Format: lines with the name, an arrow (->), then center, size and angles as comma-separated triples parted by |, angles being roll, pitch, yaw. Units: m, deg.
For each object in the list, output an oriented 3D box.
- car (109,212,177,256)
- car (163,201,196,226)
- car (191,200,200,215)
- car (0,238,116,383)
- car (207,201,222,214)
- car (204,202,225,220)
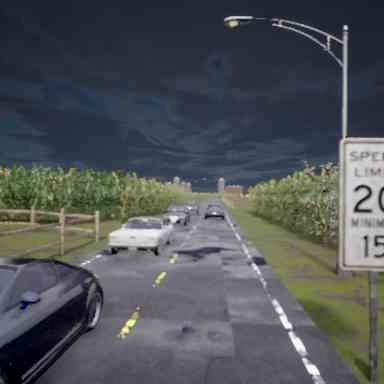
car -> -1.971, 1.733, 14.011 | 1.895, 1.301, 4.718 | 1, -1, 4
car -> -1.123, 1.770, 25.970 | 2.128, 1.511, 4.902 | 1, -1, 4
car -> -0.047, 1.779, 40.066 | 2.128, 1.511, 4.902 | 1, -1, 4
car -> -2.651, 1.572, 4.211 | 1.994, 1.385, 4.181 | 1, -1, 5
car -> 2.968, 2.039, 43.712 | 1.837, 1.490, 4.892 | 1, 0, 4
car -> 2.279, 1.976, 33.208 | 1.994, 1.385, 4.181 | 1, -1, 5
